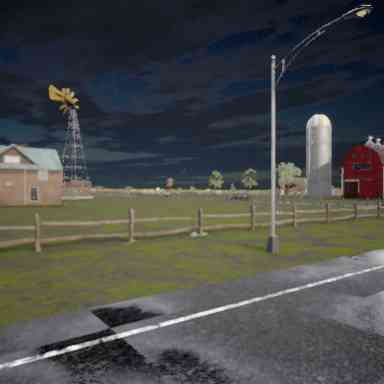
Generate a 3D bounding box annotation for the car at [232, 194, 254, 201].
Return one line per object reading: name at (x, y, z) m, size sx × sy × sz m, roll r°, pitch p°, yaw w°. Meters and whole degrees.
car at (10.905, 1.171, 71.767) m, size 2.033 × 1.411 × 5.357 m, roll 0°, pitch 1°, yaw -36°
